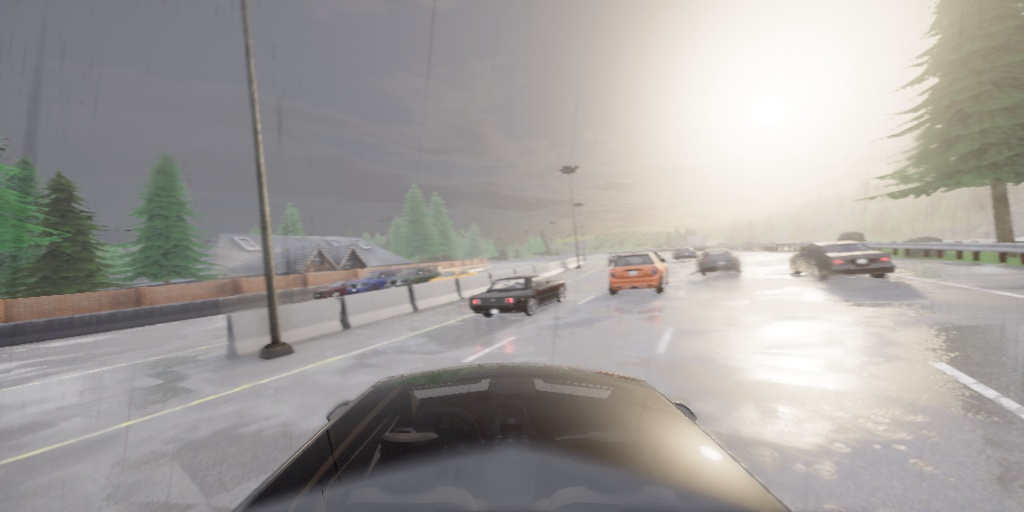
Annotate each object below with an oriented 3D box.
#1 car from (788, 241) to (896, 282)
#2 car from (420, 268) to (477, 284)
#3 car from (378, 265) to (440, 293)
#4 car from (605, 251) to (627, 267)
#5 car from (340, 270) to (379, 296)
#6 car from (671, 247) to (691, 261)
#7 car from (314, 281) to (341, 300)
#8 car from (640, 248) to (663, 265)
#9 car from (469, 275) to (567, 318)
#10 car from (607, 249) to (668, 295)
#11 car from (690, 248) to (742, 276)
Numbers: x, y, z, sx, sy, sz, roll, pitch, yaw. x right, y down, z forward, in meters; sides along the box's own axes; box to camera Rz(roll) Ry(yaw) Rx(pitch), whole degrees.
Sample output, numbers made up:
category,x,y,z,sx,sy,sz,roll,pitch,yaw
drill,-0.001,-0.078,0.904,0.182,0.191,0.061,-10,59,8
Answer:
category,x,y,z,sx,sy,sz,roll,pitch,yaw
car,12.572,0.132,14.073,2.033,1.411,5.357,-6,0,25
car,-4.501,1.806,27.695,1.882,1.535,5.008,-6,0,24
car,-7.714,1.870,29.059,2.150,2.045,5.566,-6,0,24
car,11.967,0.282,41.063,2.128,1.511,4.902,-5,0,17
car,-11.060,2.203,30.110,2.150,2.045,5.566,-6,0,25
car,18.474,-0.295,38.663,1.994,1.385,4.181,-6,0,17
car,-14.512,2.803,30.919,1.882,1.535,5.008,-6,0,24
car,14.432,0.035,37.325,1.837,1.490,4.892,-5,0,18
car,0.458,1.366,13.283,1.895,1.301,4.718,-6,0,28
car,5.698,0.618,16.014,2.097,1.767,4.553,-6,0,26
car,11.675,0.271,20.512,1.994,1.385,4.181,-6,0,23
